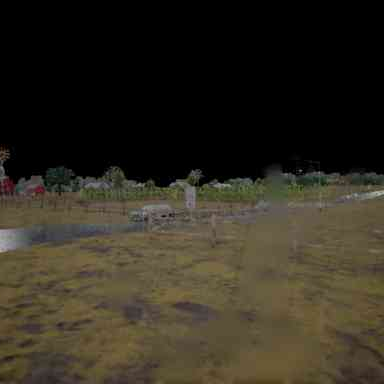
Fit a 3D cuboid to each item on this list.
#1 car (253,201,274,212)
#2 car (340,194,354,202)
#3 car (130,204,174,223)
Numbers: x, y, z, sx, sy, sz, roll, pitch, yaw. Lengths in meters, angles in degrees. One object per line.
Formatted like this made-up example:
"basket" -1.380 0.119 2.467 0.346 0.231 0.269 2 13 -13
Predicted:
"car" 11.335 2.258 52.585 2.128 1.511 4.902 -2 -1 36
"car" 39.439 1.578 85.372 2.097 1.767 4.553 -2 0 36
"car" -3.805 1.936 31.846 2.097 1.767 4.553 -2 -2 36
